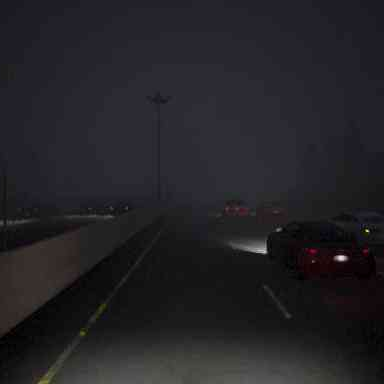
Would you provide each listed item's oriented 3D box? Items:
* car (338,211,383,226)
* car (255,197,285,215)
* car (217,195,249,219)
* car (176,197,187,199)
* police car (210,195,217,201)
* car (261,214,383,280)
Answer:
[{"bbox_3d":[7.085,1.536,14.036,1.812,1.442,4.674,0,0,0],"label":"car"},{"bbox_3d":[7.100,1.502,30.743,1.882,1.535,5.008,0,0,0],"label":"car"},{"bbox_3d":[3.600,1.375,28.888,2.097,1.767,4.553,0,0,0],"label":"car"},{"bbox_3d":[-2.048,1.266,76.735,2.097,1.767,4.553,0,0,16],"label":"car"},{"bbox_3d":[5.911,1.490,81.345,1.930,1.638,5.238,0,0,22],"label":"police car"},{"bbox_3d":[3.600,1.572,10.030,1.994,1.385,4.181,0,0,0],"label":"car"}]
